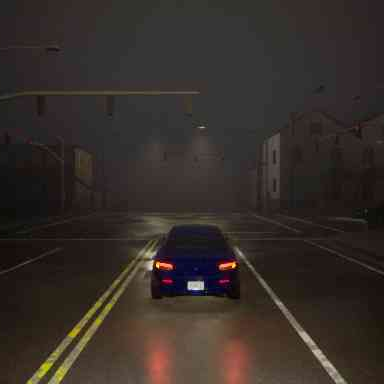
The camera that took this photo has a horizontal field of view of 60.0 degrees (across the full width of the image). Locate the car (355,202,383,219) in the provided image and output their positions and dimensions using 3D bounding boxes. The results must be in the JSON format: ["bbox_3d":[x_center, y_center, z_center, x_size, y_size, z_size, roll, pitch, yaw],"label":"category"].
[{"bbox_3d":[16.305,1.526,28.033,4.674,1.442,1.812,0,0,-1],"label":"car"}]

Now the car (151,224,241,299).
[{"bbox_3d":[0.086,1.526,8.304,1.812,1.442,4.674,0,0,0],"label":"car"}]
